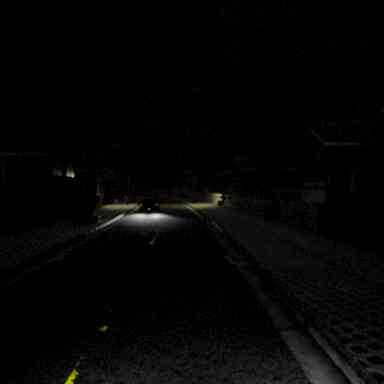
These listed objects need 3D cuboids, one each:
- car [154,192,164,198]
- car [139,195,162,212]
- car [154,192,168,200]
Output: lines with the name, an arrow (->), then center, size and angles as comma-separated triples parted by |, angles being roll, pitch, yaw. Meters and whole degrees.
car -> -8.101, 0.746, 80.694 | 1.837, 1.490, 4.892 | 0, 0, -12
car -> -4.190, 1.252, 33.280 | 1.895, 1.301, 4.718 | 0, 0, -5
car -> -6.254, 0.730, 70.782 | 2.097, 1.767, 4.553 | 0, 0, -10
